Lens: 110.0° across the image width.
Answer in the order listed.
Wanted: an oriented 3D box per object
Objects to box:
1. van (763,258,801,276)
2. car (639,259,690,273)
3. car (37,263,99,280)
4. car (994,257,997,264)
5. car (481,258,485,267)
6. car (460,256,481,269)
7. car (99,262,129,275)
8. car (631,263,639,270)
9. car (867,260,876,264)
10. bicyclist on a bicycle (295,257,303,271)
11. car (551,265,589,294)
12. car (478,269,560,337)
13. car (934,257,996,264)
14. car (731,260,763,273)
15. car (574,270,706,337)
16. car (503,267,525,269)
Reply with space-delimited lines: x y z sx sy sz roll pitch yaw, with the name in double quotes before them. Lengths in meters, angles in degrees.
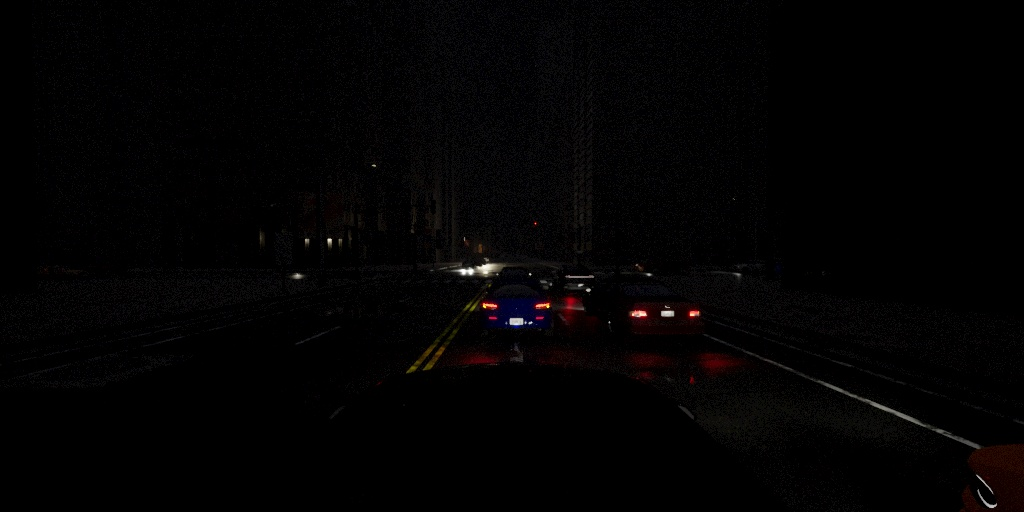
"van" 27.532 1.086 35.280 3.998 1.789 1.690 0 0 0
"car" 17.729 1.147 41.190 5.008 1.535 1.882 0 1 0
"car" -40.821 1.450 32.238 4.829 1.417 1.751 0 0 0
"car" 49.294 1.046 35.149 5.009 1.841 2.192 0 0 0
"car" -6.525 1.061 64.216 2.097 1.767 4.553 0 0 0
"car" -6.536 1.204 55.269 2.128 1.511 4.902 0 0 2
"car" -46.411 1.362 40.761 4.507 1.381 1.888 0 0 0
"car" 16.700 1.071 43.871 4.097 1.591 1.967 0 0 0
"car" 32.974 1.321 35.247 4.207 1.307 1.802 0 0 0
"bicyclist on a bicycle" -25.870 1.001 43.618 0.582 1.620 1.656 0 1 0
"car" 3.351 1.230 20.016 2.128 1.511 4.902 0 0 0
"car" 0.095 1.272 10.170 1.812 1.442 4.674 0 0 0
"car" 43.853 1.169 35.182 4.097 1.591 1.967 0 0 0
"car" 27.668 1.184 41.115 4.674 1.442 1.812 0 1 0
"car" 3.353 1.293 10.268 2.033 1.411 5.357 0 0 0
"car" 0.100 1.286 19.744 2.033 1.411 5.357 0 0 0
